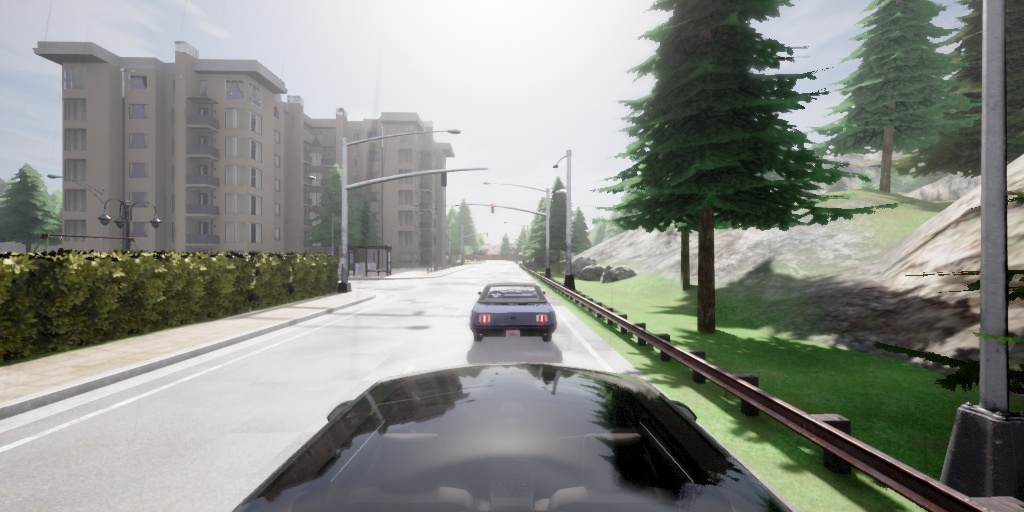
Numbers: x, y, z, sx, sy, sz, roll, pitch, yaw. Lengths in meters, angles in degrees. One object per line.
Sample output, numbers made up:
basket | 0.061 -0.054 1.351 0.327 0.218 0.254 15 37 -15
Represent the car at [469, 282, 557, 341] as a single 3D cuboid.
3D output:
car | -0.004 1.351 9.782 1.895 1.301 4.718 0 0 -1
